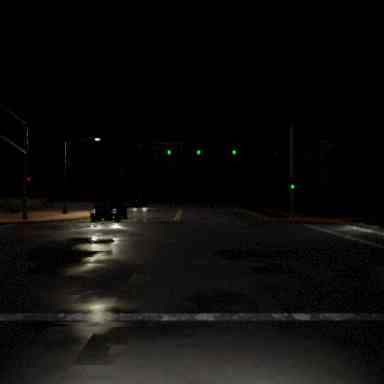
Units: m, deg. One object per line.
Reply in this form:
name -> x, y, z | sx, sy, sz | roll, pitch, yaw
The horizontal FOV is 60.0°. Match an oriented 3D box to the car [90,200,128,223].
car -> -6.572, 1.445, 26.733 | 2.097, 1.767, 4.553 | 0, 0, 0

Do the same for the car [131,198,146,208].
car -> -8.443, 1.728, 52.659 | 1.812, 1.442, 4.674 | 1, 0, -17
